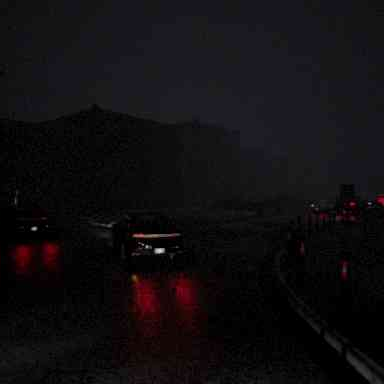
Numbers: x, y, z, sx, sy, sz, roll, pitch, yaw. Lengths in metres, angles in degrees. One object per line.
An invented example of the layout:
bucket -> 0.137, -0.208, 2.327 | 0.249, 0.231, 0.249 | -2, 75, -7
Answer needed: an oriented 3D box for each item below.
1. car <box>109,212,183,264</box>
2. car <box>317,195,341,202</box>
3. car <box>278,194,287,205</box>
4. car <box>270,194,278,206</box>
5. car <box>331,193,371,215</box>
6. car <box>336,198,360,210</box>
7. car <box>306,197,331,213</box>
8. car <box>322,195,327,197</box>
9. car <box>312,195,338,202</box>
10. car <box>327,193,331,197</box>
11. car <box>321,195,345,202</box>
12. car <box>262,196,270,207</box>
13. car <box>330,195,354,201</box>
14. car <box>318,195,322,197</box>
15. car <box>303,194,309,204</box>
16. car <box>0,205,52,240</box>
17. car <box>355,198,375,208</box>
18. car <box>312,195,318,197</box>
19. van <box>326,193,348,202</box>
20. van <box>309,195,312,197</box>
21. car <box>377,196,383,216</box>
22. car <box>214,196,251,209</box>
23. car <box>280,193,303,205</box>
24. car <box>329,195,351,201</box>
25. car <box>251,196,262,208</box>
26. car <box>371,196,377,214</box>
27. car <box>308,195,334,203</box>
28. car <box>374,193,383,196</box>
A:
car -> -1.787, 1.478, 11.942 | 2.128, 1.511, 4.902 | 1, 0, -21
car -> 31.958, 1.501, 77.690 | 4.892, 1.521, 2.231 | 1, 0, 40
car -> 12.362, 1.494, 54.542 | 4.892, 1.521, 2.231 | 1, 0, 40
car -> 10.609, 1.365, 52.408 | 4.553, 1.767, 2.185 | 1, 0, 40
car -> 17.635, 1.406, 36.771 | 2.150, 2.045, 5.566 | 1, 0, 41
car -> 21.780, 1.673, 46.317 | 1.837, 1.490, 4.892 | 1, 1, 40
car -> 15.362, 1.675, 38.722 | 1.812, 1.442, 4.674 | 1, 0, 41
car -> 24.809, 1.360, 69.293 | 4.553, 1.767, 2.185 | 1, 1, 40
car -> 30.178, 1.496, 75.585 | 4.892, 1.521, 2.231 | 1, 1, 40
car -> 26.637, 1.362, 71.358 | 4.553, 1.767, 2.185 | 1, 1, 40
car -> 33.738, 1.507, 79.794 | 4.892, 1.521, 2.231 | 1, 0, 40
car -> 8.804, 1.525, 50.322 | 4.674, 1.452, 2.002 | 1, 0, 40
car -> 38.934, 1.526, 86.234 | 5.366, 1.575, 1.946 | 1, 0, 40
car -> 23.028, 1.359, 67.188 | 4.553, 1.767, 2.185 | 1, 1, 40
car -> 17.850, 1.487, 60.733 | 5.366, 1.575, 1.946 | 1, 1, 40
car -> -8.486, 1.374, 16.403 | 2.128, 1.511, 4.902 | 1, 0, -41
car -> 28.053, 1.757, 53.792 | 1.895, 1.301, 4.718 | 1, 1, 40
car -> 21.266, 1.485, 65.067 | 5.008, 1.535, 2.097 | 1, 1, 40
van -> 35.686, 1.290, 81.921 | 4.442, 1.987, 1.878 | 1, 0, 40
van -> 19.581, 1.262, 62.881 | 4.442, 1.987, 1.878 | 1, 1, 40
car -> 22.973, 1.606, 35.817 | 4.553, 1.767, 2.185 | 1, 0, 40
car -> 5.264, 1.345, 46.089 | 4.553, 1.767, 2.185 | 1, 0, 40
car -> 15.909, 1.238, 58.764 | 5.566, 2.045, 2.435 | 1, 1, 40
car -> 37.296, 1.562, 84.007 | 4.674, 1.452, 2.002 | 1, 0, 40
car -> 7.019, 1.480, 48.222 | 5.008, 1.535, 2.097 | 1, 0, 40
car -> 24.258, 1.695, 44.604 | 2.128, 1.511, 4.902 | 1, 1, 41
car -> 28.397, 1.492, 73.480 | 4.892, 1.521, 2.231 | 1, 1, 40
car -> 30.884, 1.413, 52.486 | 2.150, 2.045, 5.566 | 1, 1, 40
